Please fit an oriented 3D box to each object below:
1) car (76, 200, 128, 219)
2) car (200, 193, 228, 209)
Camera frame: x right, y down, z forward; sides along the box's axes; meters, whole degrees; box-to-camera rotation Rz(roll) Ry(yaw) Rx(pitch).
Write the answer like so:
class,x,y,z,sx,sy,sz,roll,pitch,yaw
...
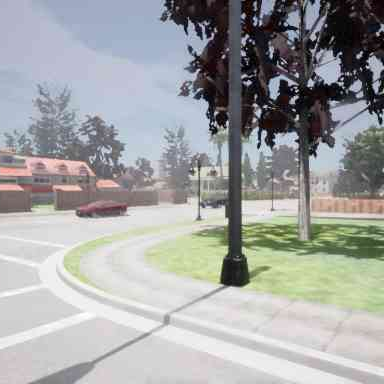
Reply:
class,x,y,z,sx,sy,sz,roll,pitch,yaw
car,-7.958,1.478,29.606,1.882,1.535,5.008,0,0,34
car,3.316,1.218,46.138,2.150,2.045,5.566,0,0,34
